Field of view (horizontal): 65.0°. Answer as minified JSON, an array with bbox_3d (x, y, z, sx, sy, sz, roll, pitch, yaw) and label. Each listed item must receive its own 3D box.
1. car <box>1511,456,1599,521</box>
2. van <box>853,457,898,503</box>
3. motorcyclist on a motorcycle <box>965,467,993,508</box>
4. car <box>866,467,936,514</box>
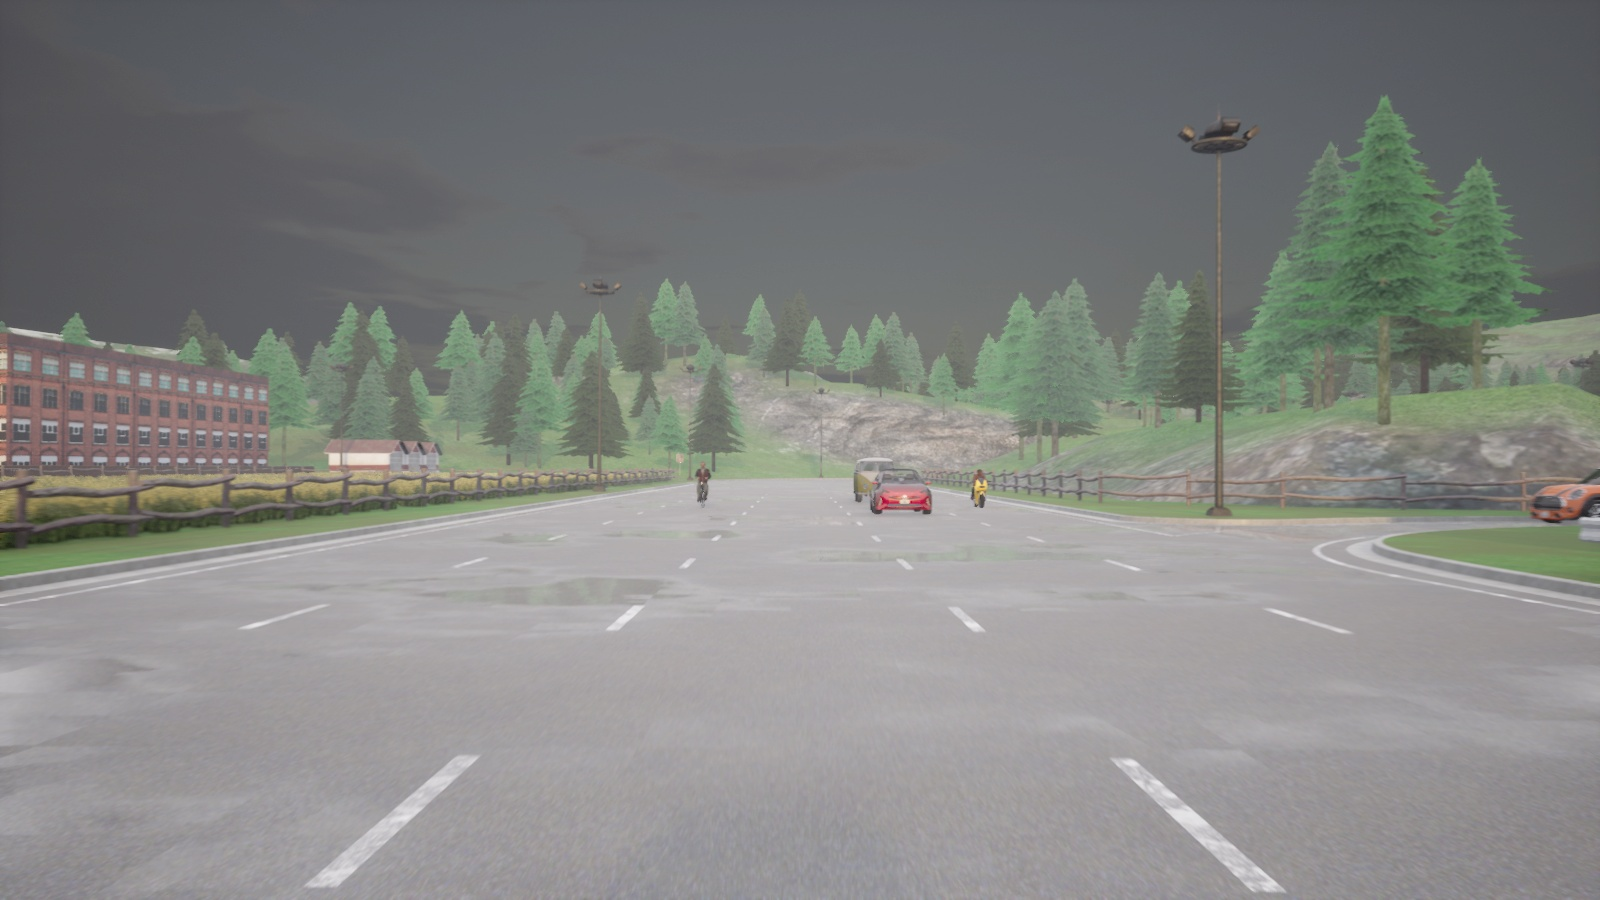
[{"bbox_3d":[23.067,1.069,35.708,4.553,1.767,2.097,0,-1,-4],"label":"car"},{"bbox_3d":[3.365,1.332,56.728,1.775,1.987,4.442,0,-1,0],"label":"van"},{"bbox_3d":[6.885,1.431,48.362,0.797,1.523,2.044,0,-1,0],"label":"motorcyclist on a motorcycle"},{"bbox_3d":[3.398,1.337,43.092,2.007,1.525,4.514,0,-1,0],"label":"car"}]
